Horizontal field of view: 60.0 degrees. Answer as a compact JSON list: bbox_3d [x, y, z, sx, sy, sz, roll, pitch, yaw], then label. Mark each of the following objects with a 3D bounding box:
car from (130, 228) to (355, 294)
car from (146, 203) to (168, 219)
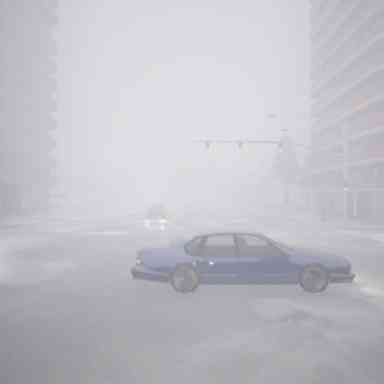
[{"bbox_3d":[1.168,1.661,8.564,5.357,1.411,2.033,0,-1,0],"label":"car"},{"bbox_3d":[-3.590,1.958,34.686,1.837,1.490,4.892,0,-1,0],"label":"car"}]
